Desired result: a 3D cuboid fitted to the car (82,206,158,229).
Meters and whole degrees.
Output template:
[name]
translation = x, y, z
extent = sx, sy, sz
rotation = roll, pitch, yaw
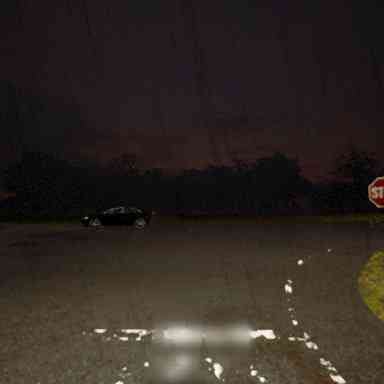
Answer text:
[car]
translation = -4.684, 1.676, 21.970
extent = 4.902, 1.511, 2.128
rotation = 0, -2, 0
